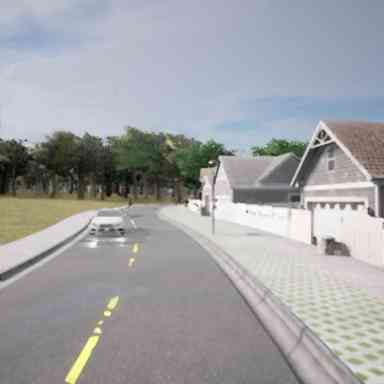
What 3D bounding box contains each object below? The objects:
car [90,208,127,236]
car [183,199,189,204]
[{"bbox_3d":[-4.816,1.673,19.550,1.812,1.442,4.674,0,0,-10],"label":"car"},{"bbox_3d":[-0.882,2.683,92.034,1.994,1.385,4.181,-1,-1,21],"label":"car"}]
